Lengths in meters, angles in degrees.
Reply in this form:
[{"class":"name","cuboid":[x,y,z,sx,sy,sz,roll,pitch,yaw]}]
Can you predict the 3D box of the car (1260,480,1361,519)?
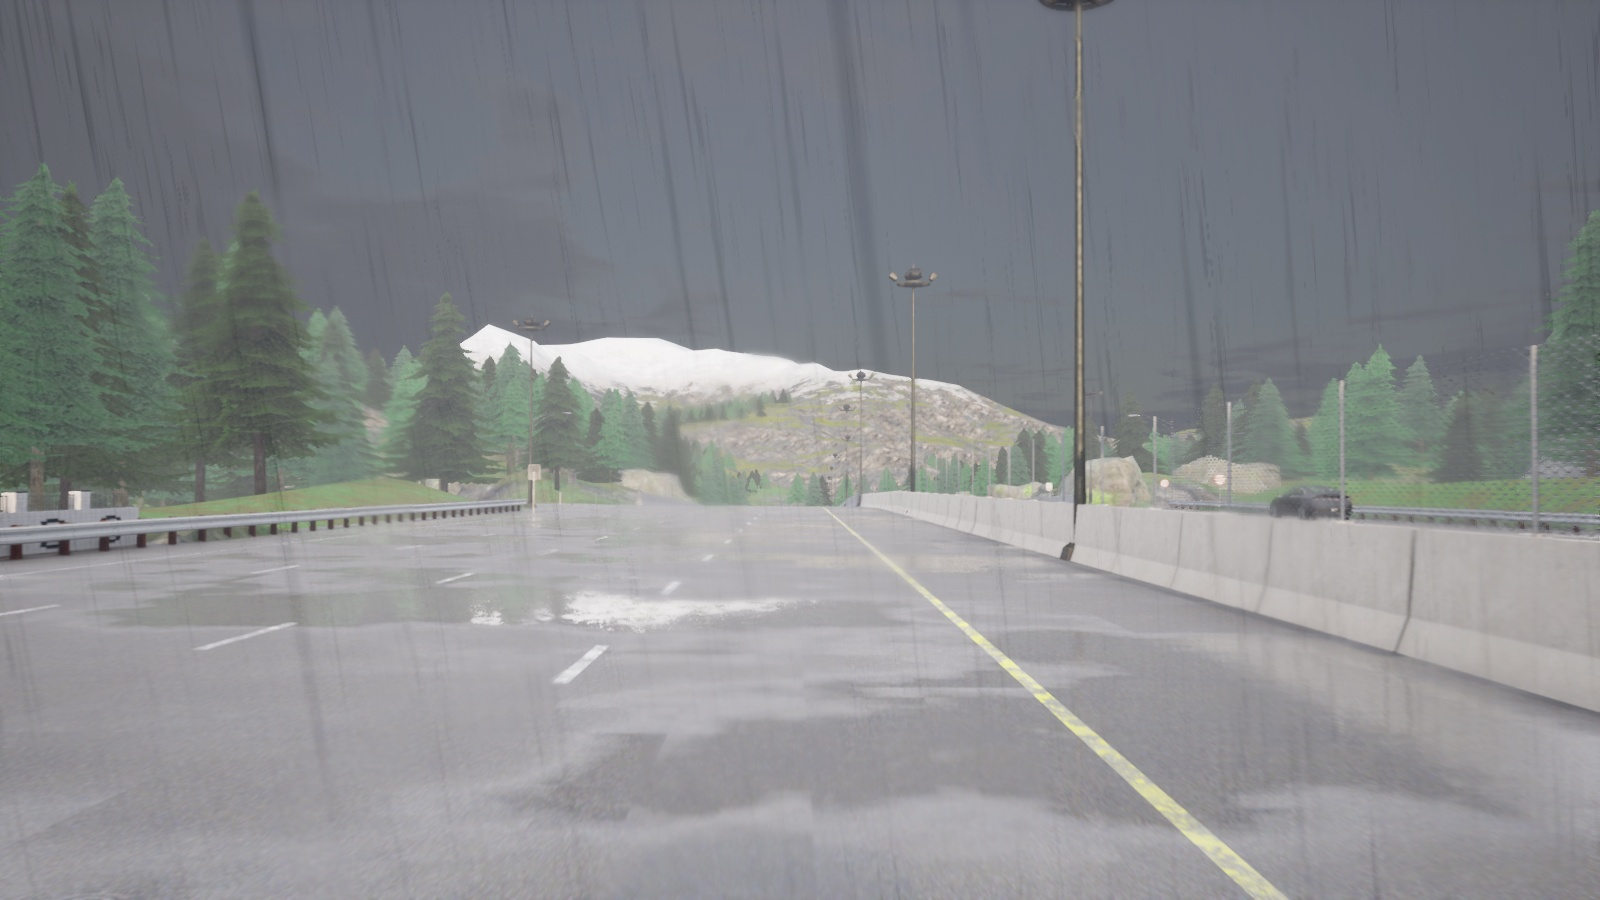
[{"class":"car","cuboid":[20.876,2.009,51.626,2.128,1.511,4.902,0,-2,0]}]
